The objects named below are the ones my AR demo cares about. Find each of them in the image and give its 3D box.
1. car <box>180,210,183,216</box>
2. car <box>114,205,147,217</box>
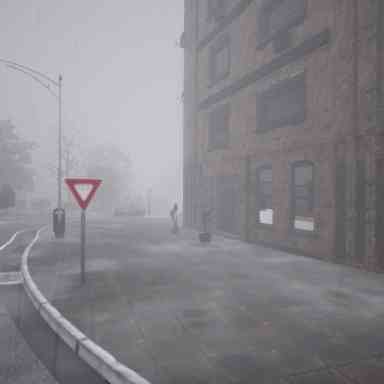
[{"bbox_3d":[0.184,3.015,49.801,1.895,1.301,4.718,1,-3,32],"label":"car"},{"bbox_3d":[-6.916,2.153,37.882,1.994,1.385,4.181,1,-3,29],"label":"car"}]
